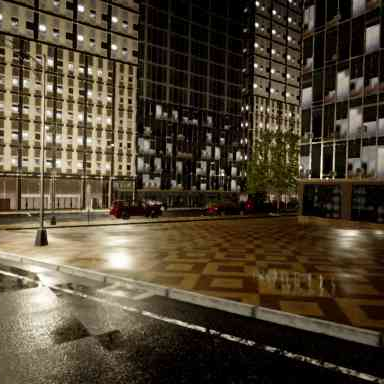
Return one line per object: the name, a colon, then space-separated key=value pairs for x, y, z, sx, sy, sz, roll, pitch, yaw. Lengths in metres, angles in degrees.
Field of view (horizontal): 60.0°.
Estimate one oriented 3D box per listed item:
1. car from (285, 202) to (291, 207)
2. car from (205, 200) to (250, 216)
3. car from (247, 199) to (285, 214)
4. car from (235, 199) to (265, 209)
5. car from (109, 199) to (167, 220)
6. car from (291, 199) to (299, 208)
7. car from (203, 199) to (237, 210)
car: x=13.570 y=1.932 z=54.127 sx=4.206 sy=1.307 sz=1.802 roll=1 pitch=1 yaw=-35
car: x=4.019 y=1.964 z=37.998 sx=4.507 sy=1.381 sz=1.887 roll=1 pitch=1 yaw=-35
car: x=8.695 y=1.780 z=41.205 sx=5.009 sy=1.841 sz=2.192 roll=1 pitch=1 yaw=-35
car: x=8.899 y=1.869 z=50.914 sx=4.313 sy=1.339 sz=1.947 roll=1 pitch=1 yaw=-35
car: x=-5.318 y=1.642 z=31.570 sx=5.009 sy=1.841 sz=2.192 roll=1 pitch=1 yaw=-35
car: x=18.242 y=1.962 z=57.338 sx=4.313 sy=1.339 sz=1.947 roll=1 pitch=1 yaw=-35
car: x=4.089 y=1.781 z=47.605 sx=4.829 sy=1.417 sz=1.752 roll=1 pitch=1 yaw=-35
